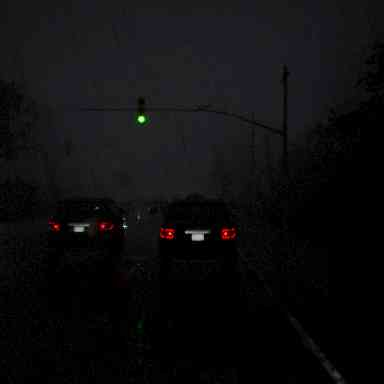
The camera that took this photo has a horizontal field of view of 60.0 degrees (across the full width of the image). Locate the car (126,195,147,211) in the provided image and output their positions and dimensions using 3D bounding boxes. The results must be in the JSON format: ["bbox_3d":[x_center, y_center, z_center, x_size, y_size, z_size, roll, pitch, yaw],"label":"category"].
[{"bbox_3d":[-6.780,1.491,41.733,2.128,1.511,4.902,0,0,1],"label":"car"}]

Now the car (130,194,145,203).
[{"bbox_3d":[-10.038,1.194,61.468,1.994,1.385,4.181,0,3,0],"label":"car"}]

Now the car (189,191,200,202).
[{"bbox_3d":[0.494,0.855,63.862,2.097,1.767,4.553,0,3,0],"label":"car"}]

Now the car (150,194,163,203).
[{"bbox_3d":[-6.532,1.189,61.536,1.994,1.385,4.181,0,3,1],"label":"car"}]

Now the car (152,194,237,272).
[{"bbox_3d":[0.161,1.221,10.943,2.150,2.045,5.566,0,0,0],"label":"car"}]

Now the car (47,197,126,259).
[{"bbox_3d":[-3.856,1.222,12.781,2.150,2.045,5.566,0,0,-9],"label":"car"}]

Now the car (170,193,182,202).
[{"bbox_3d":[-3.009,1.070,63.515,2.033,1.411,5.357,0,3,0],"label":"car"}]

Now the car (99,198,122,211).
[{"bbox_3d":[-10.275,1.525,42.193,1.812,1.442,4.674,0,0,1],"label":"car"}]

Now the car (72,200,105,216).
[{"bbox_3d":[-10.357,1.563,33.512,1.994,1.385,4.181,0,0,1],"label":"car"}]

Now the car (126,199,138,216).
[{"bbox_3d":[-6.868,1.600,32.564,1.895,1.301,4.718,0,0,0],"label":"car"}]

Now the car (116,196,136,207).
[{"bbox_3d":[-10.150,1.445,51.525,1.882,1.535,5.008,0,1,1],"label":"car"}]

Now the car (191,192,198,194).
[{"bbox_3d":[0.334,1.222,32.956,2.150,2.045,5.566,0,0,0],"label":"car"}]

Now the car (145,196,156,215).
[{"bbox_3d":[-3.157,1.491,34.059,2.128,1.511,4.902,0,0,1],"label":"car"}]
